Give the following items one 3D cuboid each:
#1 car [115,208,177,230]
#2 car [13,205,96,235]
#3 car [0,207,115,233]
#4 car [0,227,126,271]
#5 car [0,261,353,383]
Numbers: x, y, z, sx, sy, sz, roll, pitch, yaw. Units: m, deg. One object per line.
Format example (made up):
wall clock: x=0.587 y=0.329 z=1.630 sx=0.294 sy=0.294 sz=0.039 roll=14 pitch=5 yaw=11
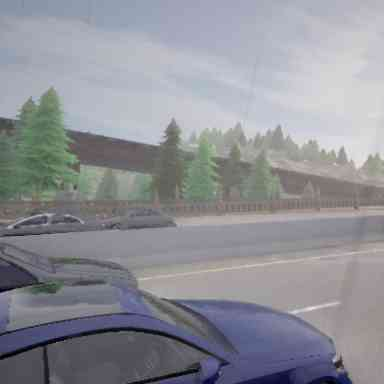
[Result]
car: x=-2.927 y=1.542 z=17.584 sx=4.181 sy=1.385 sz=1.994 roll=0 pitch=0 yaw=-27
car: x=-7.824 y=1.543 z=19.046 sx=4.181 sy=1.385 sz=1.994 roll=0 pitch=0 yaw=-27
car: x=-5.629 y=1.477 z=12.315 sx=4.902 sy=1.511 sz=2.128 roll=0 pitch=0 yaw=-27
car: x=-3.559 y=1.540 z=5.300 sx=5.357 sy=1.411 sz=2.033 roll=0 pitch=0 yaw=-27
car: x=-0.780 y=1.525 z=2.777 sx=4.674 sy=1.442 sz=1.812 roll=0 pitch=0 yaw=-27
